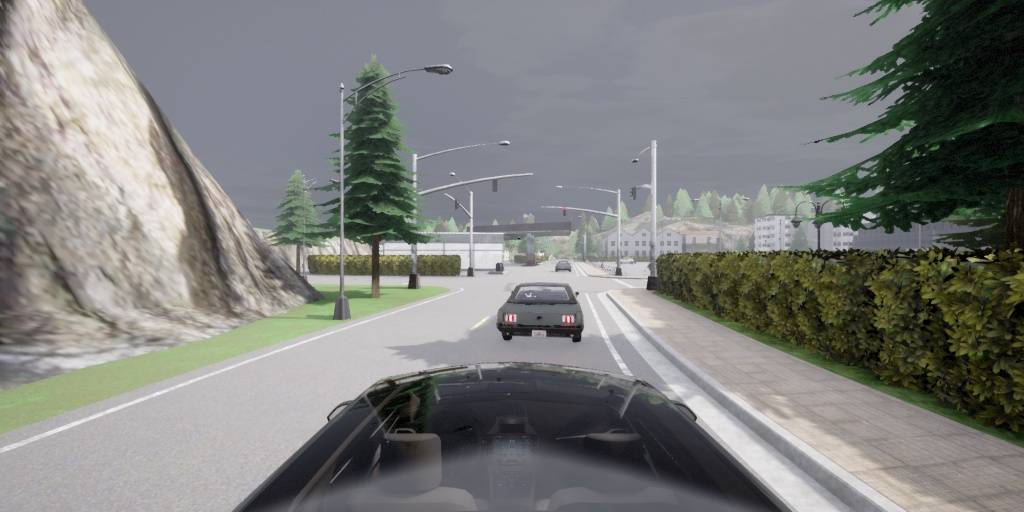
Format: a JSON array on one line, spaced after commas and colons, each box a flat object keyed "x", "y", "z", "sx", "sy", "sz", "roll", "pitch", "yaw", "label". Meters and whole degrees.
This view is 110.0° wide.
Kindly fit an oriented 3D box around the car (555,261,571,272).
[{"x": 6.568, "y": 1.314, "z": 45.827, "sx": 1.994, "sy": 1.385, "sz": 4.181, "roll": 0, "pitch": 0, "yaw": 9, "label": "car"}]

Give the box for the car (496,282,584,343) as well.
[{"x": 0.883, "y": 1.351, "z": 9.760, "sx": 1.895, "sy": 1.301, "sz": 4.718, "roll": 0, "pitch": 0, "yaw": 8, "label": "car"}]
